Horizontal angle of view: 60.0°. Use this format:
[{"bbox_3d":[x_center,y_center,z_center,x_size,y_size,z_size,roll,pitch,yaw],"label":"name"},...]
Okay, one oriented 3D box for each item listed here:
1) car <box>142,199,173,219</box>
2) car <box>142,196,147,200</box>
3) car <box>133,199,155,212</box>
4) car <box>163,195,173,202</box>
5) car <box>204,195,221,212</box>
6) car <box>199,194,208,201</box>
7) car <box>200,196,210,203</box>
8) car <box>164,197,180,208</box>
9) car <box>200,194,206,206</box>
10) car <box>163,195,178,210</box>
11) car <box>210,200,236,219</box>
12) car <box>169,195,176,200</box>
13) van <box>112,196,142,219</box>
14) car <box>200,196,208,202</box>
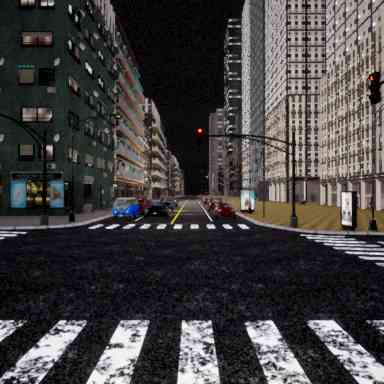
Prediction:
[{"bbox_3d":[-3.051,1.574,29.455,1.994,1.385,4.181,0,0,0],"label":"car"},{"bbox_3d":[-5.626,1.327,33.962,2.192,1.841,5.009,0,0,0],"label":"car"},{"bbox_3d":[-5.618,1.560,39.490,1.887,1.381,4.507,0,0,0],"label":"car"},{"bbox_3d":[-5.553,1.492,78.182,1.967,1.590,4.097,0,0,0],"label":"car"},{"bbox_3d":[2.764,1.456,39.475,1.967,1.590,4.097,0,0,0],"label":"car"},{"bbox_3d":[2.838,1.373,83.695,2.192,1.841,5.009,0,0,0],"label":"car"},{"bbox_3d":[2.818,1.590,72.640,1.887,1.381,4.507,0,0,0],"label":"car"},{"bbox_3d":[-3.008,1.569,50.116,2.033,1.411,5.357,0,0,0],"label":"car"},{"bbox_3d":[2.791,1.468,56.057,1.967,1.590,4.097,0,0,0],"label":"car"},{"bbox_3d":[-3.034,1.507,39.478,2.128,1.511,4.902,0,0,0],"label":"car"},{"bbox_3d":[2.744,1.592,28.419,1.802,1.307,4.206,0,0,0],"label":"car"},{"bbox_3d":[-5.526,1.639,94.765,1.947,1.339,4.313,0,0,0],"label":"car"},{"bbox_3d":[-5.635,1.351,28.434,1.690,1.788,3.998,0,0,0],"label":"van"},{"bbox_3d":[2.827,1.634,78.167,1.802,1.307,4.206,0,0,0],"label":"car"}]
